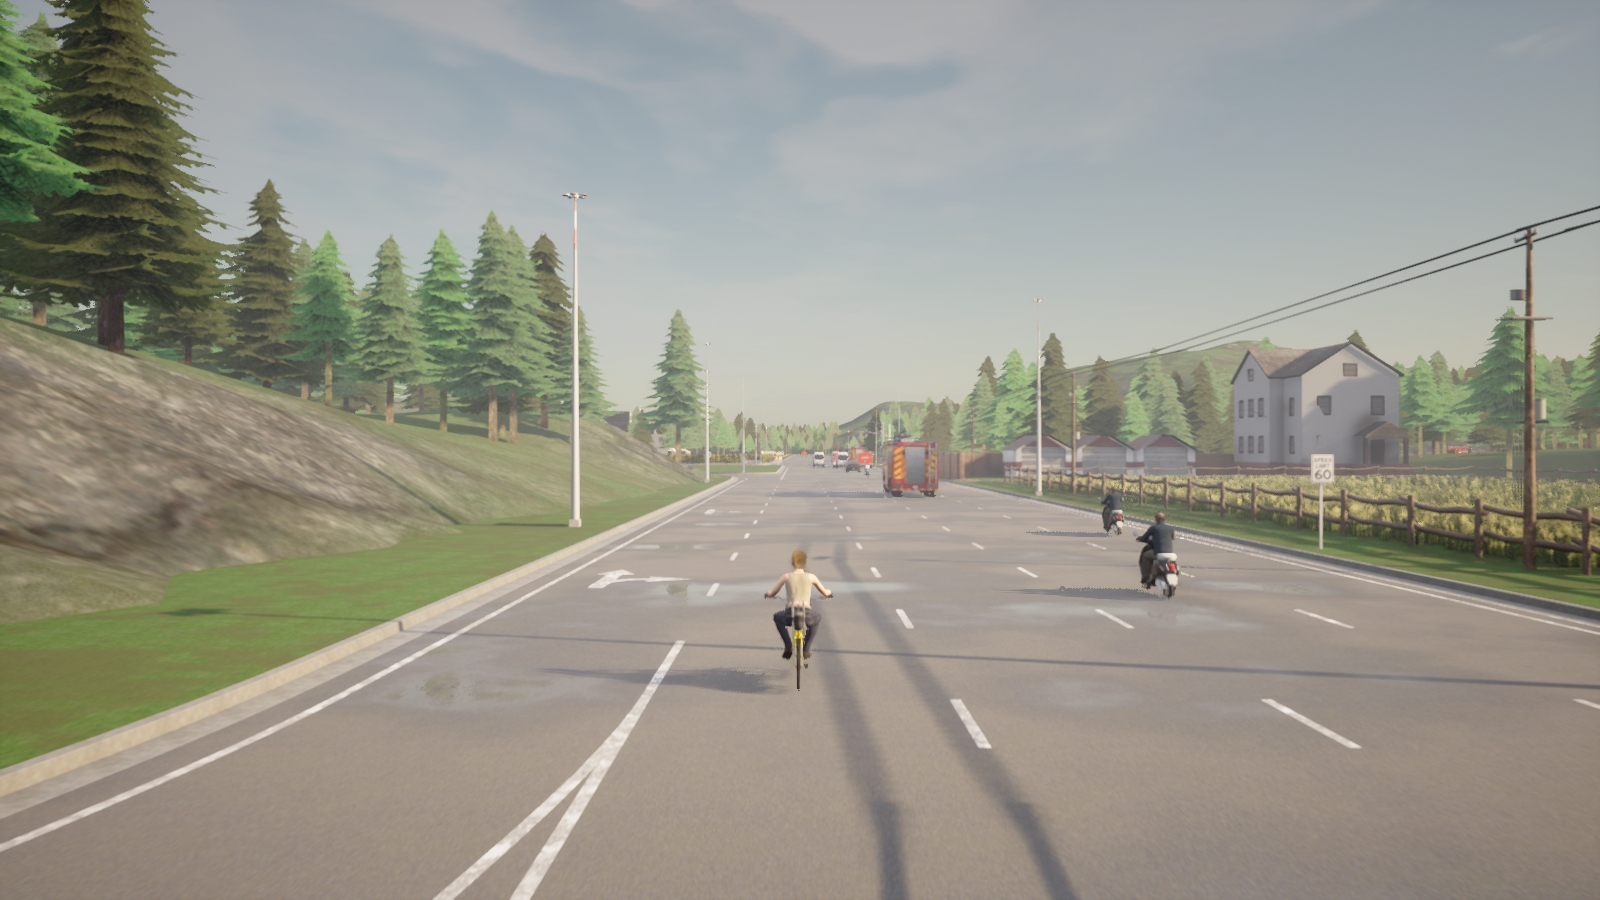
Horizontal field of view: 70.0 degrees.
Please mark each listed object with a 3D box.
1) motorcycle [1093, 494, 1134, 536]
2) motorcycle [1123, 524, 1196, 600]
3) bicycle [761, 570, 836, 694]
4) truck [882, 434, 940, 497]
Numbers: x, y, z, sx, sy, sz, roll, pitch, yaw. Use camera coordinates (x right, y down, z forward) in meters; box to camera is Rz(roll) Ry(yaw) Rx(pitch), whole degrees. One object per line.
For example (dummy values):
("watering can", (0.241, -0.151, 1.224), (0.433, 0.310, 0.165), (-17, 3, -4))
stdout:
("motorcycle", (10.496, 2.168, 38.318), (0.856, 1.316, 1.805), (0, 0, 0))
("motorcycle", (6.997, 2.157, 22.312), (0.856, 1.316, 1.805), (0, 0, 0))
("bicycle", (-0.015, 2.168, 13.874), (0.859, 1.276, 1.487), (0, 0, 0))
("truck", (6.987, 0.940, 73.330), (2.891, 3.827, 8.468), (0, 0, 0))
